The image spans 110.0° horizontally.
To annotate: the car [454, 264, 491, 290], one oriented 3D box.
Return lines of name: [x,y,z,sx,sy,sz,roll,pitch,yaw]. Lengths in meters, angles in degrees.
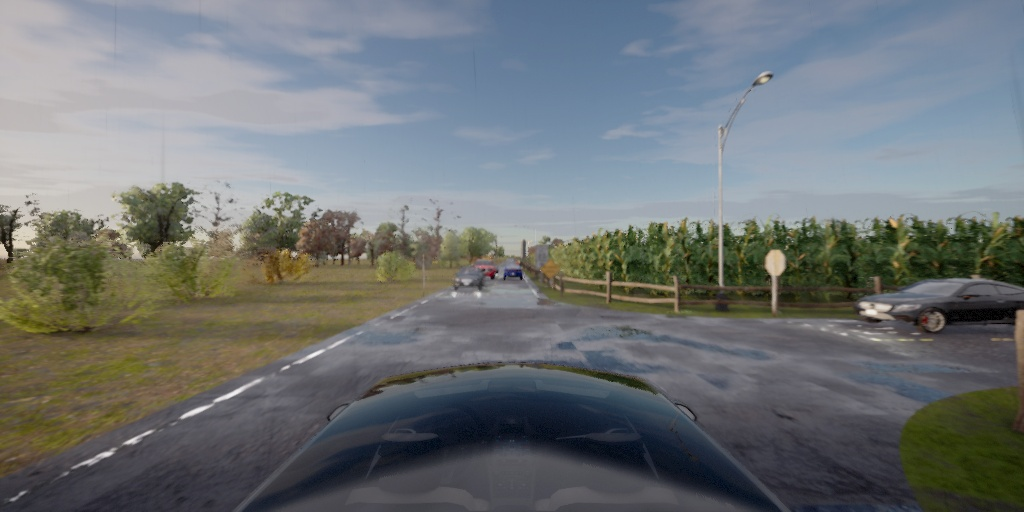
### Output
car: [-2.845,1.496,24.914,2.128,1.511,4.902,0,-1,0]

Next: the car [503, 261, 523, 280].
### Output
car: [0.100,1.612,37.337,1.882,1.535,5.008,0,-1,0]

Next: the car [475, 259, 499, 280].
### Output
car: [-2.848,1.351,36.995,2.150,2.045,5.566,0,0,0]

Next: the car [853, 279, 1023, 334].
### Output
car: [12.894,1.393,10.522,4.674,1.442,1.812,0,-1,1]

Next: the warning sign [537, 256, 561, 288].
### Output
warning sign: [2.449,1.096,22.755,1.300,1.860,1.060,0,0,0]
